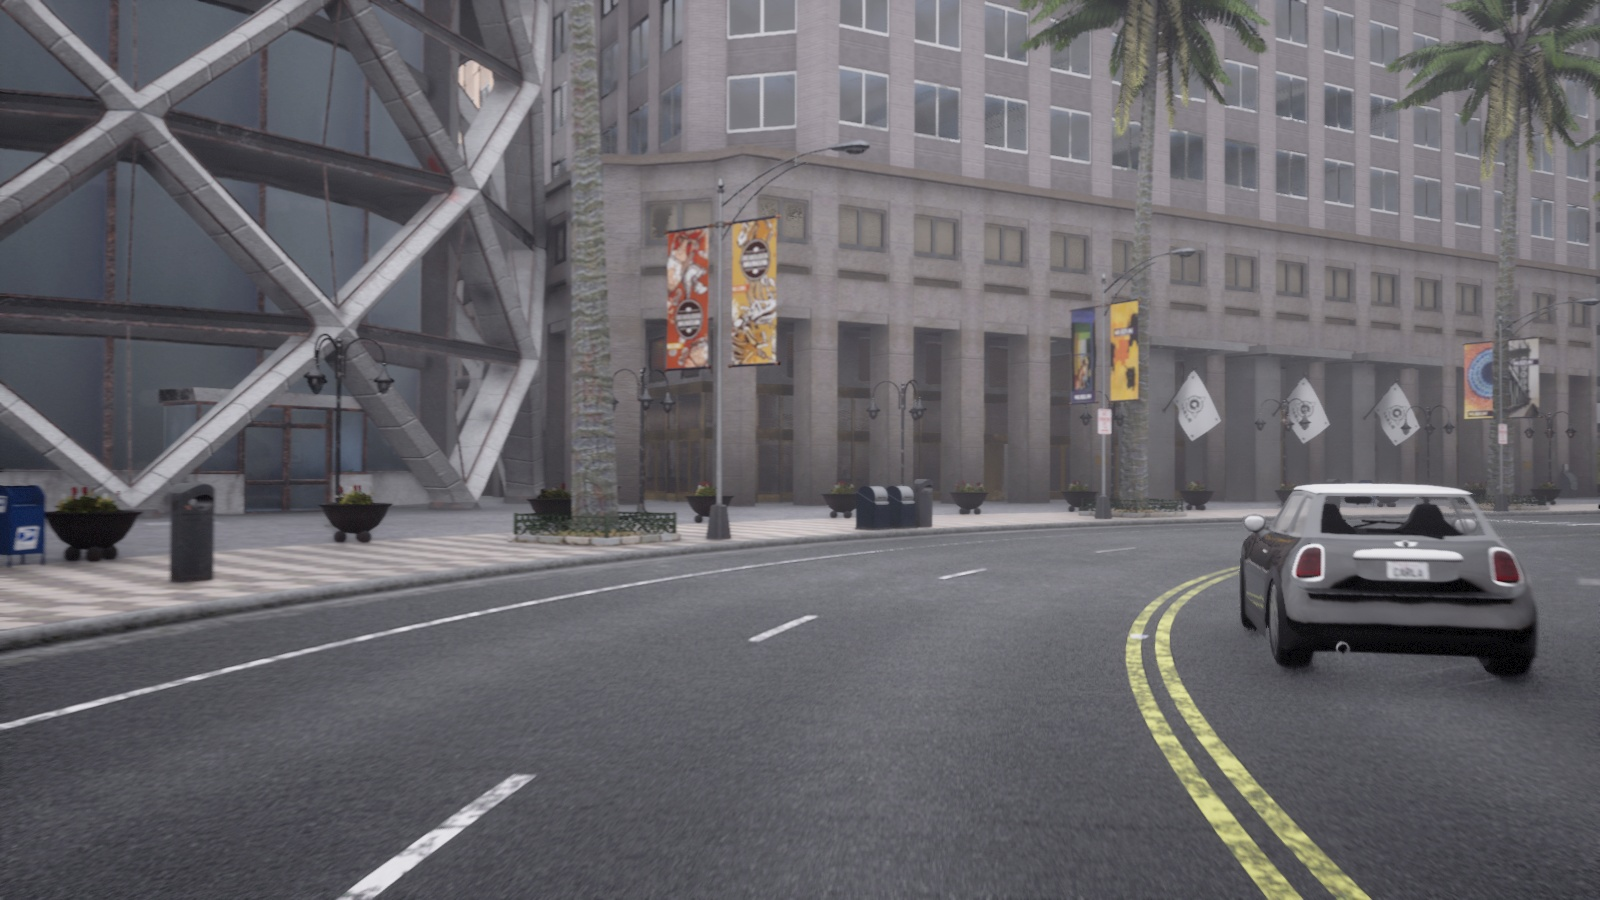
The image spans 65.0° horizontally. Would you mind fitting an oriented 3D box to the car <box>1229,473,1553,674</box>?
[{"bbox_3d":[5.083,0.955,11.370,1.970,1.475,3.806,0,-1,15],"label":"car"}]
